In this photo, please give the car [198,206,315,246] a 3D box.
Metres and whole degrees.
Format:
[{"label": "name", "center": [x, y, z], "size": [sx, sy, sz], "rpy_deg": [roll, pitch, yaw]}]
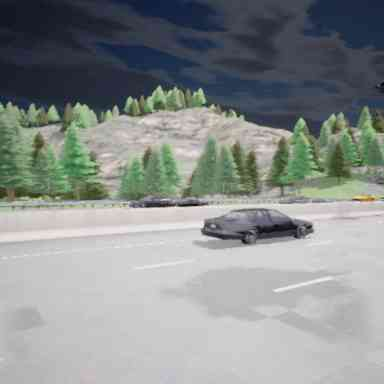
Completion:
[{"label": "car", "center": [2.966, 1.407, 14.546], "size": [5.357, 1.411, 2.033], "rpy_deg": [0, 1, -32]}]
